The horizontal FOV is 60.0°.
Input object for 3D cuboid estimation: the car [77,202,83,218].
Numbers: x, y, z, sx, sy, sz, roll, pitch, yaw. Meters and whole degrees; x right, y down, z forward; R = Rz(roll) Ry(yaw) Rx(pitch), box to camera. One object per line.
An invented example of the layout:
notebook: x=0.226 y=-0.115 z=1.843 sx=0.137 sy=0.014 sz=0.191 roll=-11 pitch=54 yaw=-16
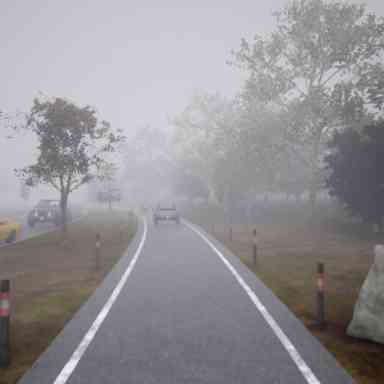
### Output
car: x=-11.994 y=1.936 z=31.392 sx=2.231 sy=1.521 sz=4.892 roll=2 pitch=-2 yaw=-12

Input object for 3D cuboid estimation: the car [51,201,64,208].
car: x=-33.666 y=3.097 z=83.305 sx=2.002 sy=1.452 sz=4.674 roll=1 pitch=-1 yaw=-34

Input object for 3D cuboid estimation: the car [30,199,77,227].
car: x=-10.912 y=1.586 z=25.877 sx=2.435 sy=2.045 sz=5.566 roll=2 pitch=-2 yaw=-10

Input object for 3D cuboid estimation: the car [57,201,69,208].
car: x=-30.313 y=2.910 z=78.160 sx=2.097 sy=1.535 sz=5.008 roll=-2 pitch=-1 yaw=-29

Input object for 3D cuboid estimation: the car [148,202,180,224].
car: x=-2.065 y=1.608 z=25.626 sx=2.128 sy=1.511 sz=4.902 roll=0 pitch=0 yaw=-9

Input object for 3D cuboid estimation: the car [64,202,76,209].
car: x=-25.300 y=2.757 z=68.895 sx=2.002 sy=1.452 sz=4.674 roll=0 pitch=-1 yaw=-26

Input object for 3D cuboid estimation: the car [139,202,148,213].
car: x=-5.692 y=1.931 z=42.676 sx=1.895 sy=1.301 sz=4.718 roll=-1 pitch=-1 yaw=-16

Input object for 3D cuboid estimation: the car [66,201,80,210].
car: x=-22.608 y=2.593 z=63.275 sx=2.097 sy=1.535 sz=5.008 roll=0 pitch=-2 yaw=-24

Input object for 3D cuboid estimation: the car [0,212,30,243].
car: x=-9.390 y=1.665 z=14.638 sx=1.946 sy=1.575 sz=5.366 roll=2 pitch=-1 yaw=-4

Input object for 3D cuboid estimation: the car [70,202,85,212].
car: x=-18.026 y=2.330 z=52.150 sx=2.097 sy=1.535 sz=5.008 roll=-1 pitch=-1 yaw=-20

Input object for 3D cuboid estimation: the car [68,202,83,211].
car: x=-20.310 y=2.461 z=58.050 sx=2.231 sy=1.521 sz=4.892 roll=0 pitch=-1 yaw=-22
